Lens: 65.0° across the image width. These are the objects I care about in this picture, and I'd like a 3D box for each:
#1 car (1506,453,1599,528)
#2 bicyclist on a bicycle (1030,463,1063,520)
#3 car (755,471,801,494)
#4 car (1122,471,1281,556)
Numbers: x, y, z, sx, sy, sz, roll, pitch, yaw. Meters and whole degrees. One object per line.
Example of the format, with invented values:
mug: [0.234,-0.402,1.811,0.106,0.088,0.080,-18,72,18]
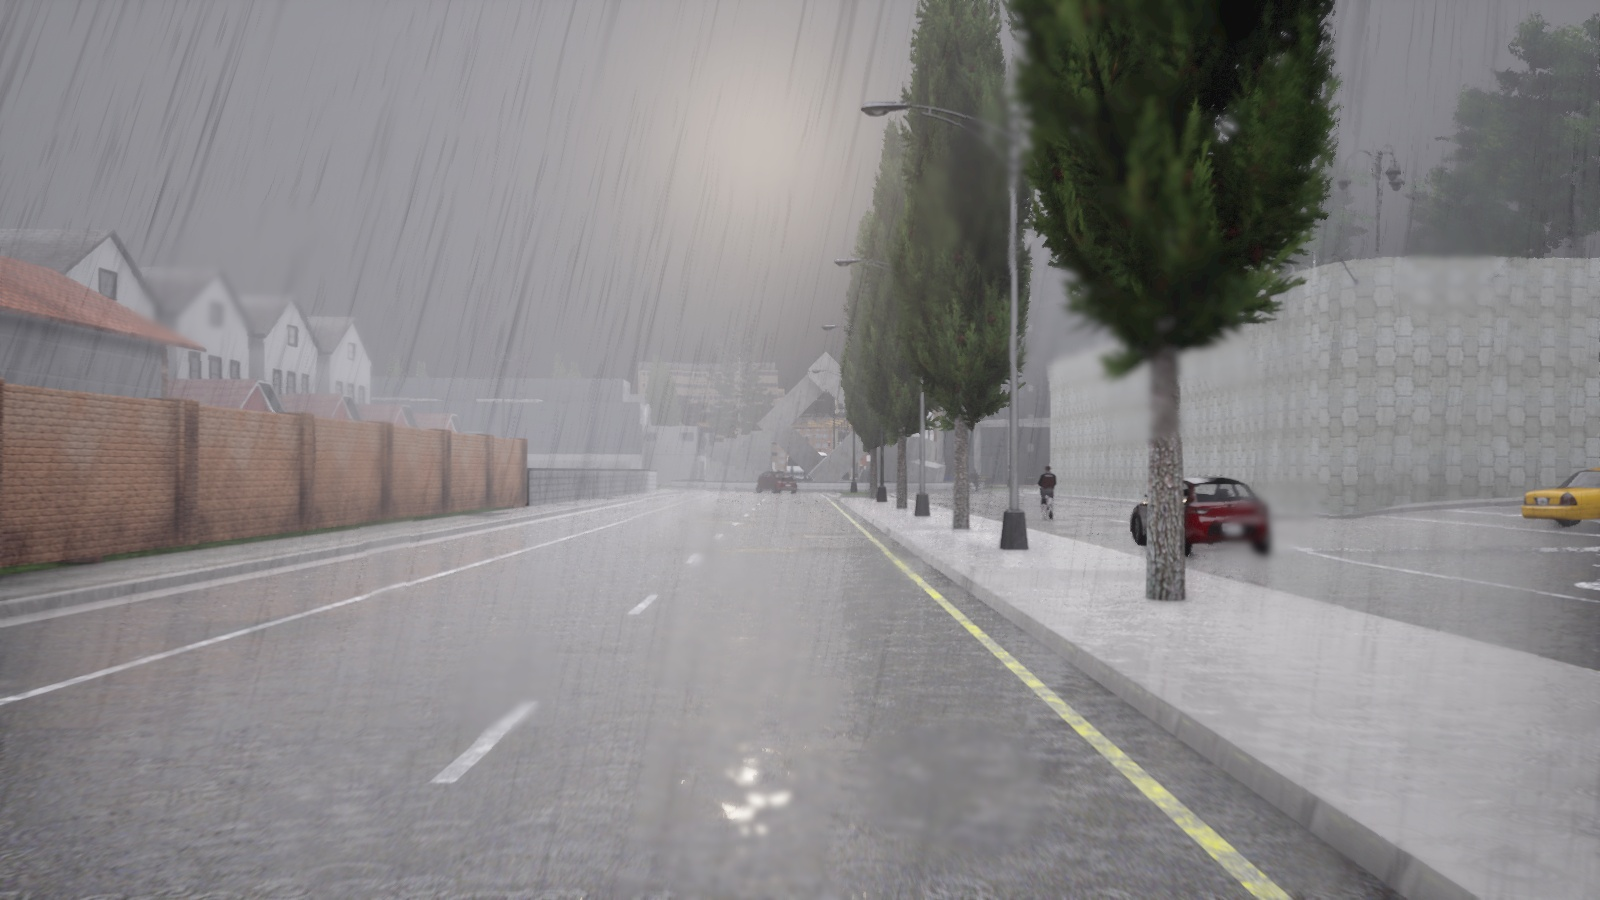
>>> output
car: [20.140,0.808,30.158,5.366,1.575,1.801,-5,-1,-6]
bicyclist on a bicycle: [7.900,1.319,40.295,0.659,1.776,1.843,0,-2,0]
car: [-1.522,2.250,86.687,1.789,1.549,3.705,1,-1,-26]
car: [7.936,1.197,25.214,1.816,1.474,4.193,-1,0,0]
